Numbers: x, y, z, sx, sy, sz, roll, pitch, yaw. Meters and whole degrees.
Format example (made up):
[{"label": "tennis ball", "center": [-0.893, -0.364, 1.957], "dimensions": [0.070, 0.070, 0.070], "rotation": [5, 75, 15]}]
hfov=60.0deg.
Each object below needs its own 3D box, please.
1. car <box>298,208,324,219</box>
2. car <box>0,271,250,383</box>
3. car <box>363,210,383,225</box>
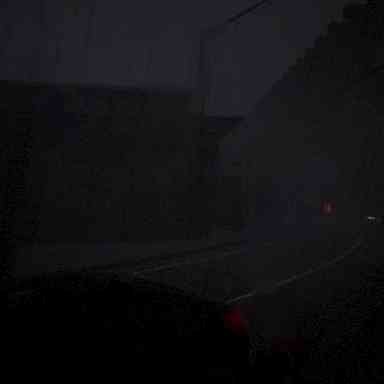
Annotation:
[{"label": "car", "center": [15.339, 2.725, 42.908], "dimensions": [1.994, 1.385, 4.181], "rotation": [1, -2, -5]}, {"label": "car", "center": [-1.367, 1.590, 3.277], "dimensions": [4.181, 1.385, 1.994], "rotation": [0, -1, -39]}, {"label": "car", "center": [18.920, 2.471, 33.113], "dimensions": [2.033, 1.411, 5.357], "rotation": [1, -2, 6]}]
